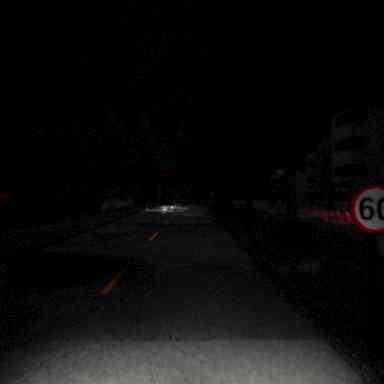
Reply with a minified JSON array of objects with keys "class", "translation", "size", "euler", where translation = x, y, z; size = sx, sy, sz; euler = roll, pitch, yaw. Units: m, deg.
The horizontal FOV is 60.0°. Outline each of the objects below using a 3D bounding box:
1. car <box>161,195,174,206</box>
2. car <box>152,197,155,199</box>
[{"class":"car","translation":[-4.083,1.587,55.939],"size":[2.128,1.511,4.902],"euler":[0,0,-4]},{"class":"car","translation":[-8.975,1.563,88.573],"size":[3.633,1.501,1.845],"euler":[0,0,0]}]
